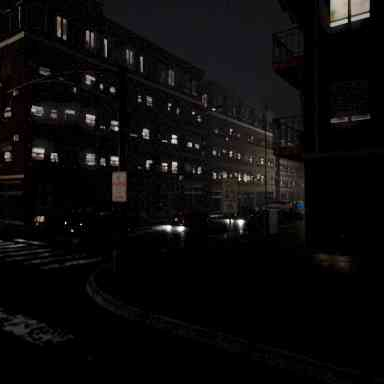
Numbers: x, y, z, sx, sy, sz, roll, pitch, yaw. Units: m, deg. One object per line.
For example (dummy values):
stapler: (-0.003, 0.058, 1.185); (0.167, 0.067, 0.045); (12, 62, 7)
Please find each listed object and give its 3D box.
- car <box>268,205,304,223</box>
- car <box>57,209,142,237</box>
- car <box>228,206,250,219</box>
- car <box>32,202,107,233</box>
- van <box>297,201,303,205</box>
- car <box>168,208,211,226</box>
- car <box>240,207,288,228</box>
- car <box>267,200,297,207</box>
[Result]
car: (9.021, 2.119, 30.787); (2.008, 1.369, 4.403); (-2, -2, 35)
car: (-5.363, 1.881, 20.266); (1.895, 1.301, 4.718); (0, -1, 36)
car: (5.588, 2.193, 35.915); (1.994, 1.385, 4.181); (0, -1, 34)
car: (-7.625, 1.600, 21.548); (2.192, 1.841, 5.009); (-1, -2, 35)
van: (18.422, 2.460, 58.818); (1.690, 1.788, 3.998); (-1, -2, 35)
car: (-0.124, 2.010, 27.739); (1.994, 1.385, 4.181); (0, -1, 34)
car: (5.765, 2.046, 26.127); (1.802, 1.307, 4.206); (-2, -2, 35)
car: (11.764, 2.047, 44.661); (2.150, 2.045, 5.566); (0, -1, 35)
